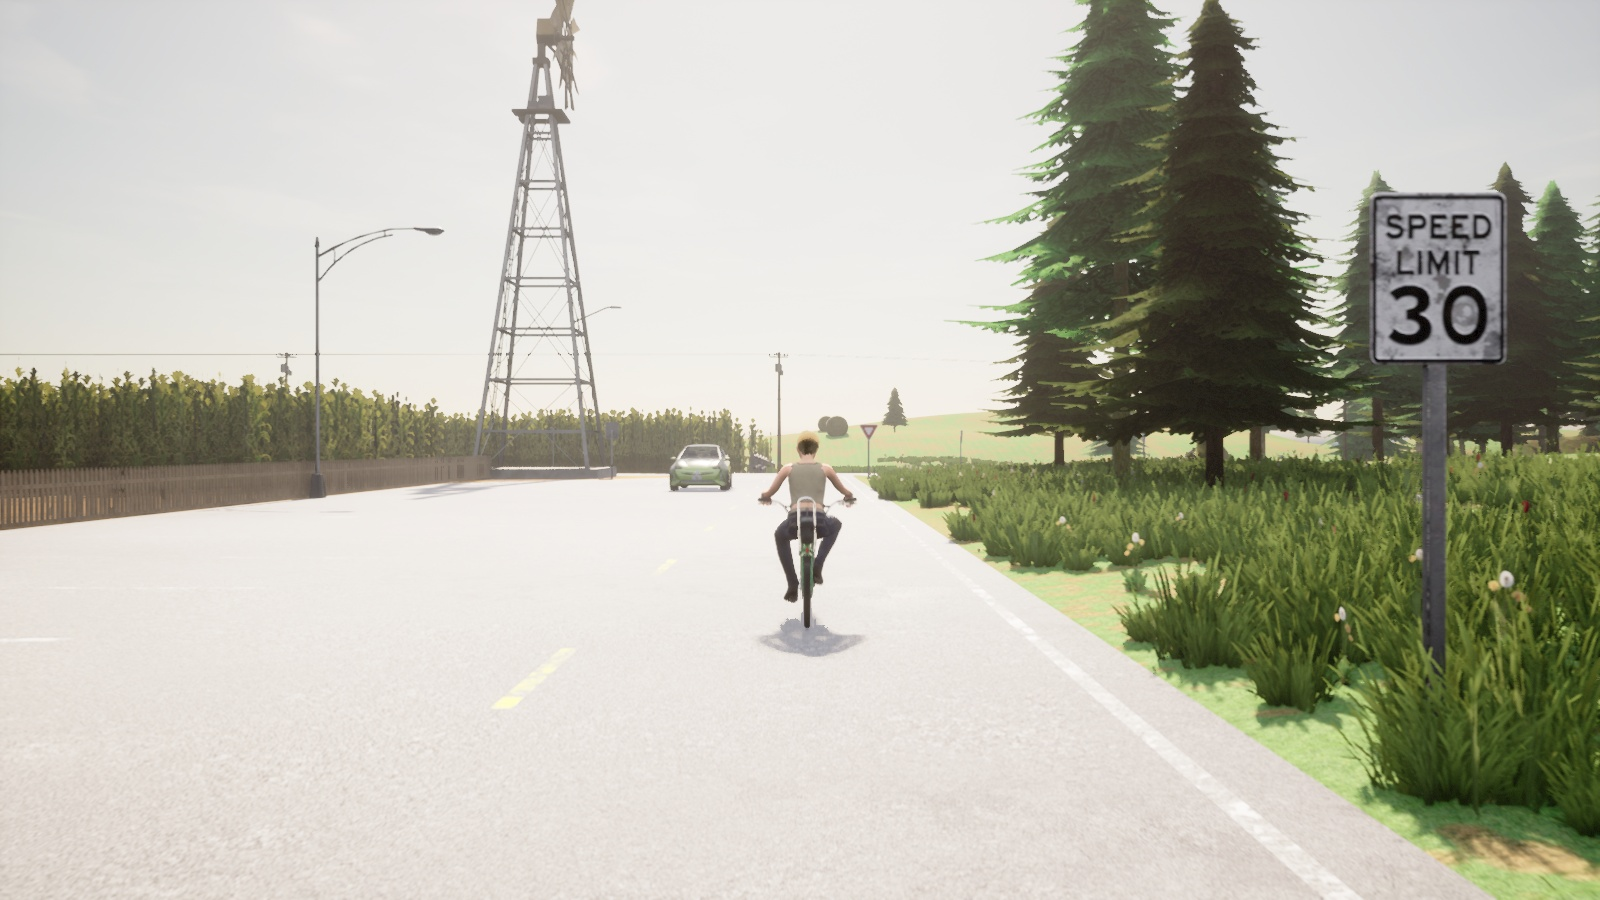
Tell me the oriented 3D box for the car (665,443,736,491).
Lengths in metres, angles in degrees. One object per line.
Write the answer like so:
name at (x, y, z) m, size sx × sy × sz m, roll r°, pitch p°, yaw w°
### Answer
car at (-3.284, 0.531, 42.208) m, size 2.007 × 1.525 × 4.514 m, roll 0°, pitch 0°, yaw 0°

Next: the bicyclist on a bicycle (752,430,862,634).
bicyclist on a bicycle at (0.061, 0.643, 10.668) m, size 0.866 × 1.612 × 1.509 m, roll 0°, pitch 0°, yaw 1°
